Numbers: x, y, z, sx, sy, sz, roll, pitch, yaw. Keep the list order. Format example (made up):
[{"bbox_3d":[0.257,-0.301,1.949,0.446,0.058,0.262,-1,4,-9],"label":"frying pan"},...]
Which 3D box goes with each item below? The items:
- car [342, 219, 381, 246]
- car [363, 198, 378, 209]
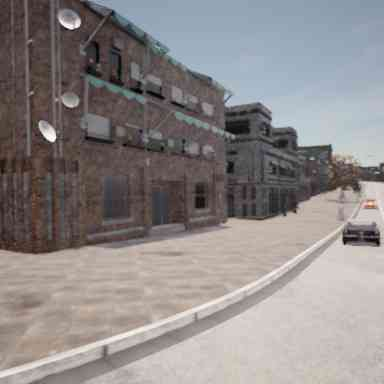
[{"bbox_3d":[9.796,2.266,19.152,1.895,1.301,4.718,-1,-3,29],"label":"car"},{"bbox_3d":[29.420,1.870,54.730,2.097,1.767,4.553,-2,1,29],"label":"car"}]
